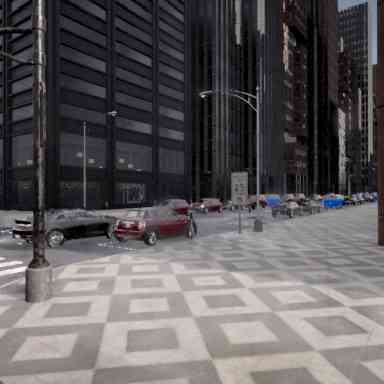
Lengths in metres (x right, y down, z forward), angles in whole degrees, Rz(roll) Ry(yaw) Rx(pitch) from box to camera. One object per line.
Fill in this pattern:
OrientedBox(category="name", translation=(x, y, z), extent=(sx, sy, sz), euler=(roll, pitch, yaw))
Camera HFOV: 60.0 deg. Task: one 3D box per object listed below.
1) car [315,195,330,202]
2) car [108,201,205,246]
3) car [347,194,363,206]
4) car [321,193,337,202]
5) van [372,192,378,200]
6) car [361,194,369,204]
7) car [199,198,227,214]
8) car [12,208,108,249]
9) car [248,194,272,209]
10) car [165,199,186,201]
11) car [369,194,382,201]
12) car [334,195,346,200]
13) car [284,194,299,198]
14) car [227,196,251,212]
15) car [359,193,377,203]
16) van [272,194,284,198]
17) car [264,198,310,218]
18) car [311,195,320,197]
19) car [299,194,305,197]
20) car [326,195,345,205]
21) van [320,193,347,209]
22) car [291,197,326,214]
OrientedBox(category="car", translation=(27.593, 1.406, 70.274), extent=(2.008, 1.369, 4.403), euler=(0, 0, 36))
OrientedBox(category="car", translation=(-1.483, 1.393, 15.208), extent=(1.967, 1.590, 4.097), euler=(0, 0, 36))
OrientedBox(category="car", translation=(24.704, 1.419, 51.646), extent=(1.947, 1.339, 4.313), euler=(0, 0, 36))
OrientedBox(category="car", translation=(30.866, 1.161, 74.829), extent=(2.192, 1.841, 5.009), euler=(0, 0, 36))
OrientedBox(category="van", translation=(37.797, 1.157, 69.865), extent=(1.690, 1.788, 3.998), euler=(0, 0, 36))
OrientedBox(category="car", translation=(27.978, 1.409, 56.201), extent=(1.947, 1.339, 4.313), euler=(0, 0, 36))
OrientedBox(category="car", translation=(1.404, 1.383, 33.832), extent=(1.967, 1.590, 4.097), euler=(0, 0, 36))
OrientedBox(category="car", translation=(-5.196, 1.460, 14.604), extent=(2.128, 1.511, 4.902), euler=(0, 0, 36))
OrientedBox(category="car", translation=(7.951, 1.233, 42.943), extent=(2.192, 1.841, 5.009), euler=(0, 0, 36))
OrientedBox(category="car", translation=(-1.870, 1.396, 29.277), extent=(1.967, 1.590, 4.097), euler=(0, 0, 36))
OrientedBox(category="car", translation=(41.071, 1.247, 74.420), extent=(1.967, 1.590, 4.097), euler=(0, 0, 36))
OrientedBox(category="car", translation=(37.414, 1.396, 83.939), extent=(1.947, 1.339, 4.313), euler=(0, 0, 36))
OrientedBox(category="car", translation=(14.498, 1.210, 52.053), extent=(2.192, 1.841, 5.009), euler=(0, 0, 36))
OrientedBox(category="car", translation=(4.678, 1.481, 38.388), extent=(2.008, 1.369, 4.403), euler=(0, 0, 36))
OrientedBox(category="car", translation=(34.524, 1.369, 65.311), extent=(1.887, 1.381, 4.507), euler=(0, 0, 36))
OrientedBox(category="van", translation=(11.224, 1.247, 47.497), extent=(1.690, 1.788, 3.998), euler=(0, 0, 36))
OrientedBox(category="car", translation=(8.337, 1.463, 28.872), extent=(2.008, 1.369, 4.403), euler=(0, 0, 36))
OrientedBox(category="car", translation=(24.319, 1.305, 65.719), extent=(1.967, 1.590, 4.097), euler=(0, 0, 36))
OrientedBox(category="car", translation=(17.771, 1.199, 56.607), extent=(2.192, 1.841, 5.009), euler=(0, 0, 36))
OrientedBox(category="car", translation=(23.805, 1.337, 54.958), extent=(1.882, 1.535, 5.008), euler=(0, 0, 35))
OrientedBox(category="van", translation=(18.157, 1.216, 42.536), extent=(1.690, 1.788, 3.998), euler=(0, 0, 36))
OrientedBox(category="car", translation=(11.611, 1.465, 33.427), extent=(1.947, 1.339, 4.313), euler=(0, 0, 36))
